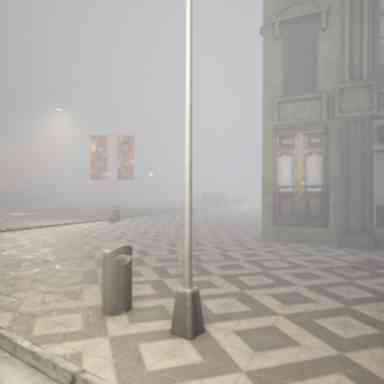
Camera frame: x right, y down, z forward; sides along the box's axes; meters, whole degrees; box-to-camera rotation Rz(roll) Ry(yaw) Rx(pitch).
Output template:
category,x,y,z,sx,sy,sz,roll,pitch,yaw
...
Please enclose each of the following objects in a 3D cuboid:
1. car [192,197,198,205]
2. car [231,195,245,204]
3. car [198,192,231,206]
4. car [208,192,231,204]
category,x,y,z,sx,sy,sz,roll,pitch,yaw
car,1.342,1.348,52.738,1.895,1.301,4.718,0,0,27
car,7.955,1.242,58.801,2.128,1.511,4.902,0,0,26
car,3.375,0.990,49.508,2.150,2.045,5.566,0,0,27
car,5.059,0.951,60.274,2.150,2.045,5.566,0,0,26
